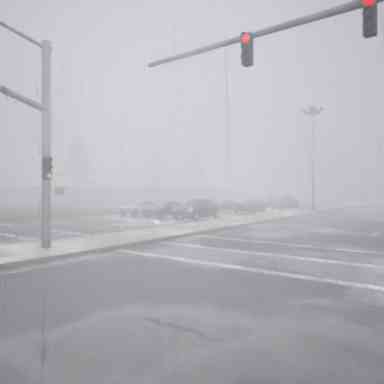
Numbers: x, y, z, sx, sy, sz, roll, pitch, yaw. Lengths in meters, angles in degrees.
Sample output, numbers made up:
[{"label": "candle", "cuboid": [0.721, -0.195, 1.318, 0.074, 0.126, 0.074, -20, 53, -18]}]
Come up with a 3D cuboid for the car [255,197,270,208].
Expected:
[{"label": "car", "cuboid": [11.328, 1.527, 48.503, 1.812, 1.442, 4.674, 0, 0, 36]}]

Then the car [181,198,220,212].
[{"label": "car", "cuboid": [1.068, 1.549, 40.397, 2.033, 1.411, 5.357, 0, 0, 36]}]

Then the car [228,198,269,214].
[{"label": "car", "cuboid": [6.152, 1.602, 35.496, 1.895, 1.301, 4.718, 0, 0, 36]}]

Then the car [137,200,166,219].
[{"label": "car", "cuboid": [-2.380, 1.528, 29.733, 1.812, 1.442, 4.674, 0, 0, 36]}]

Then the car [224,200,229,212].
[{"label": "car", "cuboid": [3.822, 1.603, 38.241, 1.895, 1.301, 4.718, 0, 0, 36]}]

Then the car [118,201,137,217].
[{"label": "car", "cuboid": [-4.998, 1.528, 32.076, 1.812, 1.442, 4.674, 0, 0, 36]}]

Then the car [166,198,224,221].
[{"label": "car", "cuboid": [0.359, 1.354, 27.551, 2.097, 1.767, 4.553, 0, 0, 36]}]

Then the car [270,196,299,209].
[{"label": "car", "cuboid": [12.660, 1.355, 44.401, 2.097, 1.767, 4.553, 0, 0, 36]}]
